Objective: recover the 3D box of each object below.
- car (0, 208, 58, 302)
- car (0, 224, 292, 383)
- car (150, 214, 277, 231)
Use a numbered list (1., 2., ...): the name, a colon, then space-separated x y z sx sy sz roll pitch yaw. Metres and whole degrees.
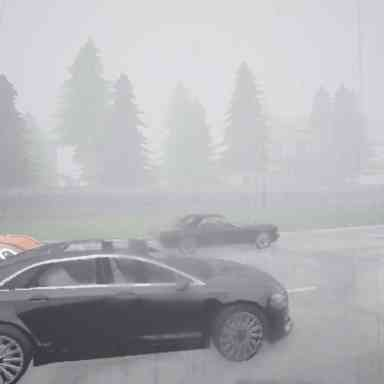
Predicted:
1. car: -5.752 1.341 7.610 4.553 1.767 2.097 -1 0 -5
2. car: -1.007 1.458 4.836 4.902 1.511 2.128 -1 1 -12
3. car: 0.863 1.480 12.498 4.718 1.301 1.895 -1 1 -18
